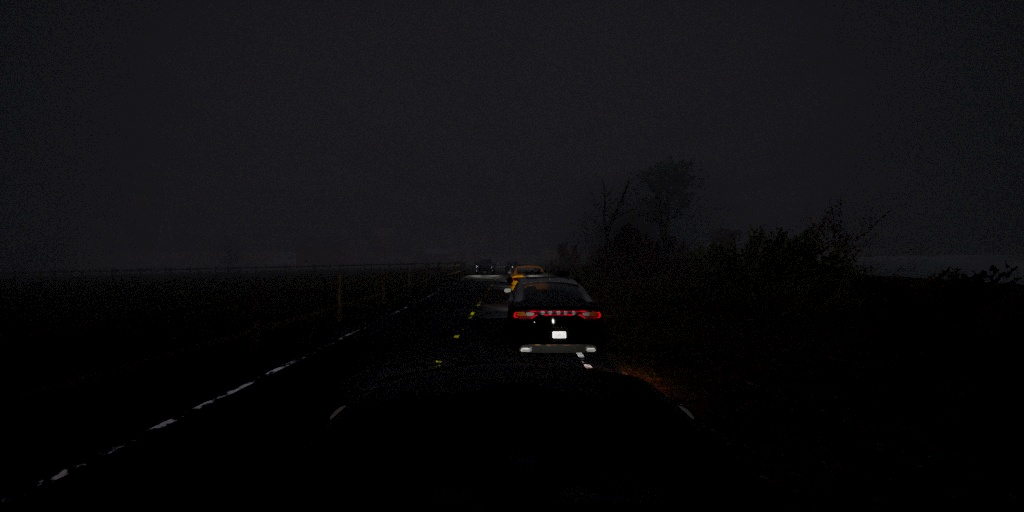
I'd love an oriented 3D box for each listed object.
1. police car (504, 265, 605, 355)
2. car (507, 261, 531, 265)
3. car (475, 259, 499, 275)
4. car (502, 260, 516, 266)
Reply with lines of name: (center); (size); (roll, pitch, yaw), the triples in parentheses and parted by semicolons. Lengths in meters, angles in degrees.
police car: (0.828, 1.174, 8.853); (1.930, 1.638, 5.238); (0, 0, 0)
car: (0.832, 1.228, 18.744); (1.882, 1.535, 5.008); (0, 0, 0)
car: (-2.834, 1.114, 39.298); (2.097, 1.767, 4.553); (0, 0, 0)
car: (0.063, 1.335, 46.642); (1.994, 1.385, 4.181); (0, 0, 0)
